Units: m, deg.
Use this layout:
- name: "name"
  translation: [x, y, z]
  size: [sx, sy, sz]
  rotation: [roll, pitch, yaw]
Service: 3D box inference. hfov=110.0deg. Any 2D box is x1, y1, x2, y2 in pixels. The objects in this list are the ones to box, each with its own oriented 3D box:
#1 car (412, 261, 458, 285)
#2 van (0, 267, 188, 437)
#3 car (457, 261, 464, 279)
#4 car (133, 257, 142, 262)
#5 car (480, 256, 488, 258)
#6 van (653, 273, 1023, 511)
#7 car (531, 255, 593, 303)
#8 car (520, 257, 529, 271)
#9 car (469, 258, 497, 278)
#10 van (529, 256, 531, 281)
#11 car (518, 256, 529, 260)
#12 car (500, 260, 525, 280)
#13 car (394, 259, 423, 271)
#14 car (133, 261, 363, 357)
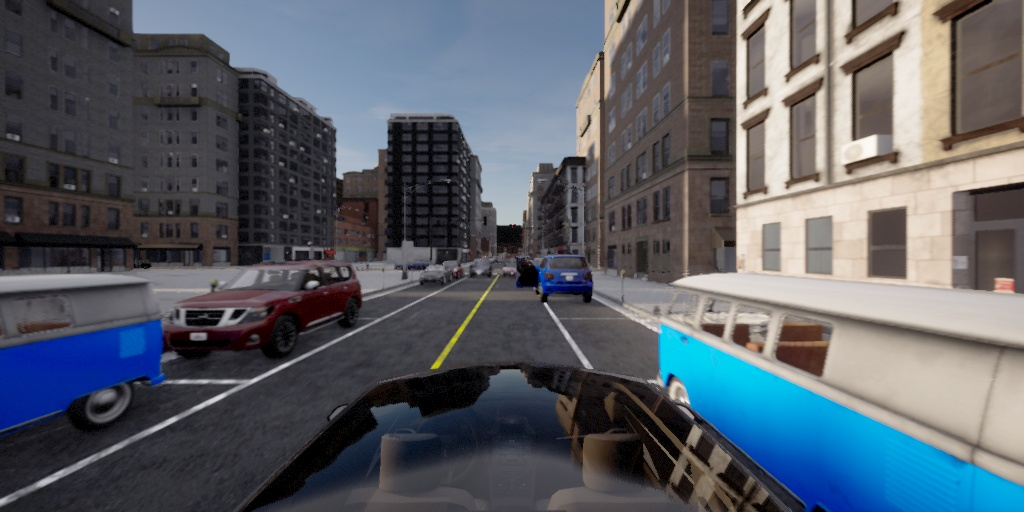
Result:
- name: "car"
  translation: [-5.381, 1.273, 25.714]
  size: [2.007, 1.370, 4.403]
  rotation: [0, 0, 0]
- name: "van"
  translation: [-5.387, 1.090, 2.994]
  size: [1.690, 1.789, 3.998]
  rotation: [0, 0, 0]
- name: "car"
  translation: [-5.379, 1.154, 31.394]
  size: [1.967, 1.591, 4.097]
  rotation: [0, 0, 0]
- name: "car"
  translation: [-46.792, 0.804, 43.682]
  size: [4.553, 1.767, 2.097]
  rotation: [0, 0, 0]
- name: "car"
  translation: [-5.372, 1.116, 58.274]
  size: [1.967, 1.591, 4.097]
  rotation: [0, 0, 0]
- name: "van"
  translation: [2.638, 1.089, 2.991]
  size: [1.690, 1.789, 3.998]
  rotation: [0, 0, 0]
- name: "car"
  translation: [2.273, 0.955, 16.818]
  size: [2.150, 2.045, 5.566]
  rotation: [0, 0, 0]
- name: "car"
  translation: [2.653, 1.221, 58.272]
  size: [1.888, 1.381, 4.507]
  rotation: [0, 0, 0]
- name: "car"
  translation: [-2.780, 1.204, 33.046]
  size: [2.128, 1.511, 4.902]
  rotation: [0, 0, 1]
- name: "van"
  translation: [2.646, 1.055, 31.392]
  size: [1.690, 1.789, 3.998]
  rotation: [0, 0, 0]
- name: "car"
  translation: [2.655, 0.982, 63.681]
  size: [2.192, 1.841, 5.009]
  rotation: [0, 0, 0]
- name: "car"
  translation: [0.009, 1.310, 35.180]
  size: [1.895, 1.301, 4.718]
  rotation: [0, 0, 0]
- name: "car"
  translation: [-12.948, 1.156, 46.707]
  size: [4.674, 1.442, 1.812]
  rotation: [1, 0, -1]
- name: "car"
  translation: [-5.386, 1.057, 8.674]
  size: [2.192, 1.841, 5.009]
  rotation: [0, 0, 0]
